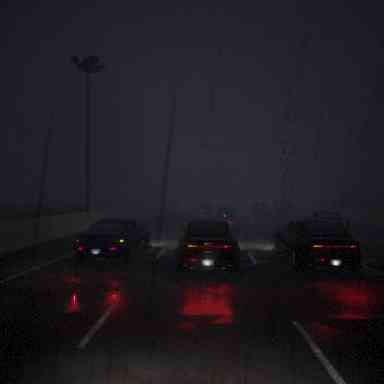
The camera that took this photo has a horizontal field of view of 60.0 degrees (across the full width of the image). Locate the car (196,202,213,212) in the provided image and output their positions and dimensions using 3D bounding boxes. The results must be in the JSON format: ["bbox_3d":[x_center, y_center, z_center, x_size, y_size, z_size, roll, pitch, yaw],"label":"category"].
[{"bbox_3d":[1.804,2.117,43.249,1.837,1.490,4.892,-1,-1,14],"label":"car"}]

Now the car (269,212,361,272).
[{"bbox_3d":[4.091,1.679,11.487,1.837,1.490,4.892,0,0,4],"label":"car"}]

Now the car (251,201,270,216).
[{"bbox_3d":[8.232,1.930,39.868,2.097,1.767,4.553,0,-1,13],"label":"car"}]

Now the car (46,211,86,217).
[{"bbox_3d":[-11.388,1.943,31.570,1.812,1.442,4.674,0,-1,10],"label":"car"}]

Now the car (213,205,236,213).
[{"bbox_3d":[3.726,2.110,35.644,1.895,1.301,4.718,0,-1,11],"label":"car"}]

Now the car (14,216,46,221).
[{"bbox_3d":[-14.931,1.885,31.495,1.882,1.535,5.008,0,-1,9],"label":"car"}]

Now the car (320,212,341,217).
[{"bbox_3d":[8.552,1.926,21.682,1.895,1.301,4.718,0,-1,7],"label":"car"}]

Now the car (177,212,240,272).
[{"bbox_3d":[0.576,1.670,11.419,1.837,1.490,4.892,0,0,4],"label":"car"}]

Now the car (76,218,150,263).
[{"bbox_3d":[-2.842,1.698,12.682,1.812,1.442,4.674,0,-1,4],"label":"car"}]

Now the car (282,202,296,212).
[{"bbox_3d":[13.501,2.160,46.370,1.882,1.535,5.008,0,-1,16],"label":"car"}]
